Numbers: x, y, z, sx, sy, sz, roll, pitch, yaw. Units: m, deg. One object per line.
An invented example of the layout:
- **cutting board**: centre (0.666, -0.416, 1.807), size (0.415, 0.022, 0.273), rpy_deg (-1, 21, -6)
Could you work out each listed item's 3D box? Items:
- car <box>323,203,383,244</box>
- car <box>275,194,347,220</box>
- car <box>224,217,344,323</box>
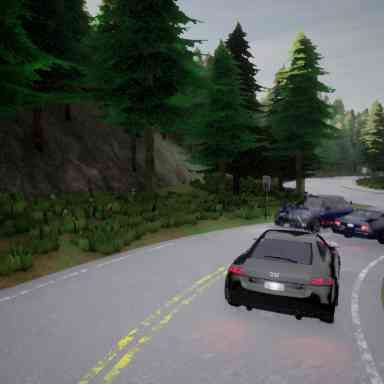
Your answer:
- **car**: centre (8.583, 1.371, 14.943), size (5.357, 1.411, 2.033), rpy_deg (-1, 5, -33)
- **car**: centre (6.368, 0.964, 17.180), size (4.553, 1.767, 2.097), rpy_deg (-2, 5, -36)
- **car**: centre (2.205, 1.532, 7.417), size (1.994, 1.385, 4.181), rpy_deg (2, 1, 24)
